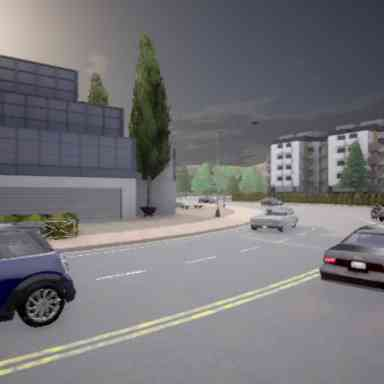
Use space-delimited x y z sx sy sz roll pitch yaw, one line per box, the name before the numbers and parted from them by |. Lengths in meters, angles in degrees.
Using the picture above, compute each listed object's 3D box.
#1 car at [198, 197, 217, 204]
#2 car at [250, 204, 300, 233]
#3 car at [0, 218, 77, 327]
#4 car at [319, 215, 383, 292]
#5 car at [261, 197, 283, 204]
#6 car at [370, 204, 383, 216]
car | 3.139 1.632 63.943 2.128 1.511 4.902 0 0 -37
car | 5.138 1.634 20.275 1.895 1.301 4.718 0 0 31
car | -4.387 1.364 5.384 4.553 1.767 2.097 0 0 -37
car | 5.192 1.560 8.654 2.033 1.411 5.357 0 0 44
car | 12.560 1.577 52.334 2.128 1.511 4.902 0 0 -16
car | 15.683 1.602 26.667 1.994 1.385 4.181 0 0 18
